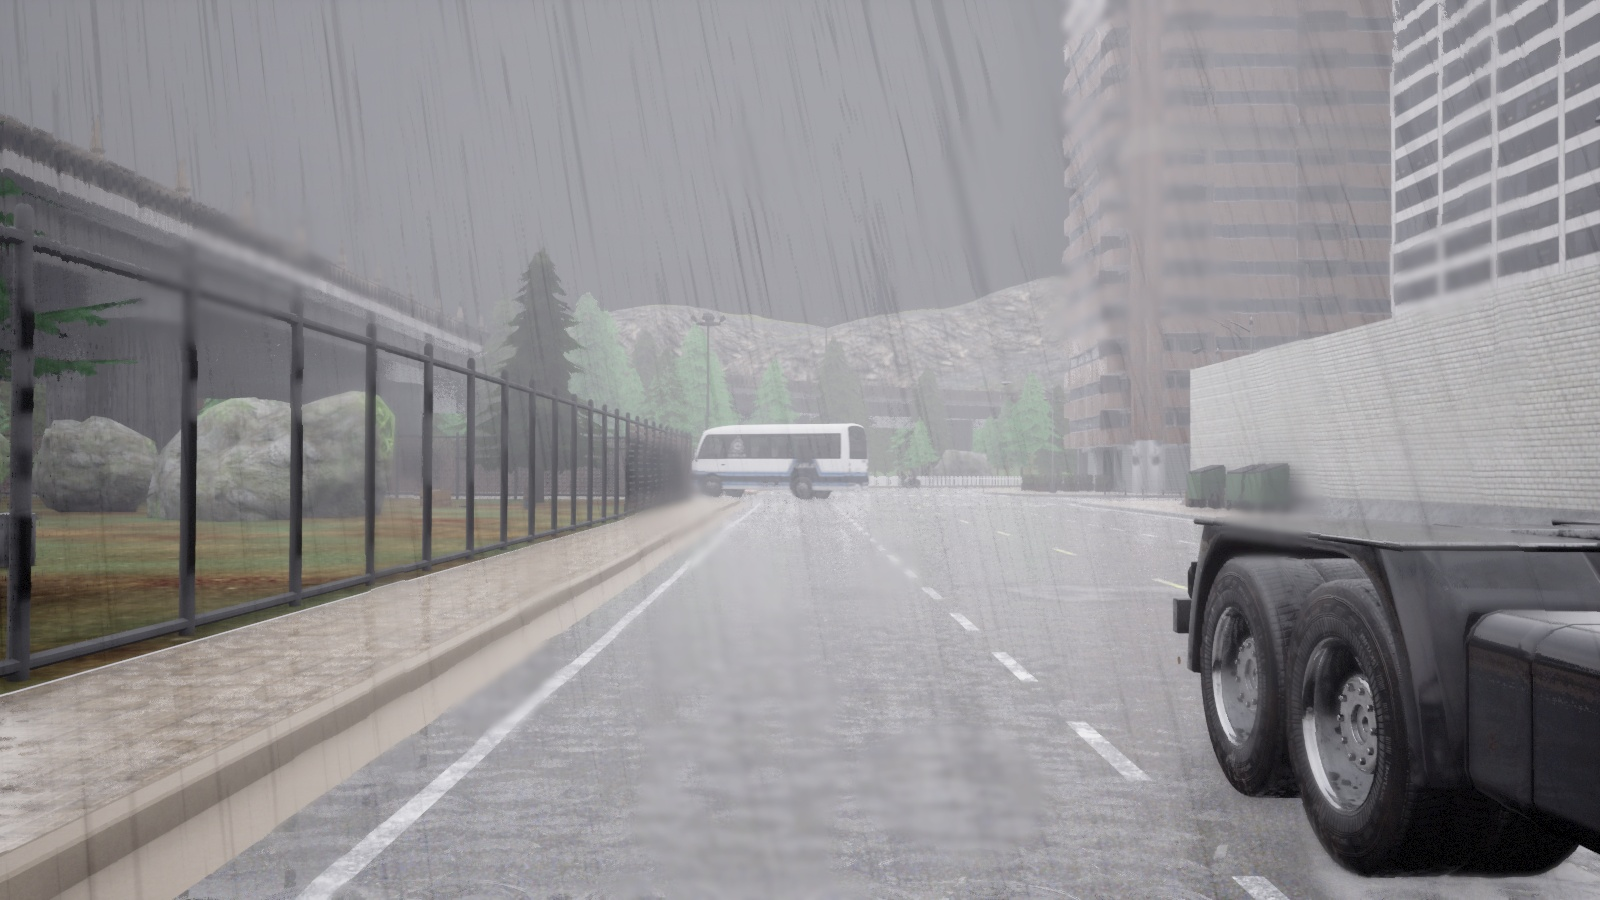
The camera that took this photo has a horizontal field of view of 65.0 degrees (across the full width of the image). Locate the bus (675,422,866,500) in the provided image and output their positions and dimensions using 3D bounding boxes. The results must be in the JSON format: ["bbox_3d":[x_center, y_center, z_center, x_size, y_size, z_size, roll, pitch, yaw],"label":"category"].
[{"bbox_3d":[-1.737,0.690,72.416,10.273,4.253,3.944,-1,-1,24],"label":"bus"}]

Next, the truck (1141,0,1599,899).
[{"bbox_3d":[3.487,-0.123,3.466,2.891,3.462,7.936,0,-1,0],"label":"truck"}]
